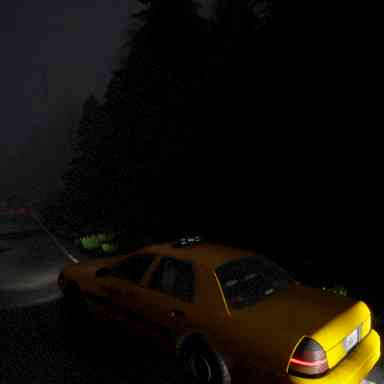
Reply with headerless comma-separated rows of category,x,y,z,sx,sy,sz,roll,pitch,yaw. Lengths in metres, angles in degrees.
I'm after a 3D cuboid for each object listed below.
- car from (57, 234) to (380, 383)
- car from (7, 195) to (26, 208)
car,-0.251,1.417,5.085,5.366,1.575,1.801,1,1,44
car,-21.120,1.057,40.069,2.128,1.511,4.902,-2,2,-26
